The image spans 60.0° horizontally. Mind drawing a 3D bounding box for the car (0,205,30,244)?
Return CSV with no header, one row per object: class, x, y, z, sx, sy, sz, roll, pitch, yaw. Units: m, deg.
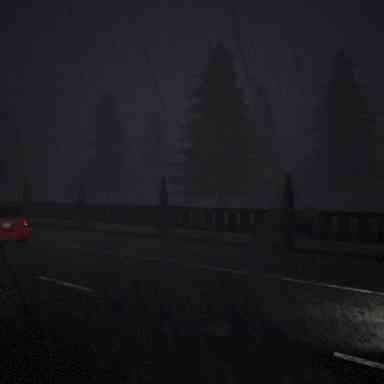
car,-9.096,1.345,14.377,4.553,1.767,2.097,0,0,34
